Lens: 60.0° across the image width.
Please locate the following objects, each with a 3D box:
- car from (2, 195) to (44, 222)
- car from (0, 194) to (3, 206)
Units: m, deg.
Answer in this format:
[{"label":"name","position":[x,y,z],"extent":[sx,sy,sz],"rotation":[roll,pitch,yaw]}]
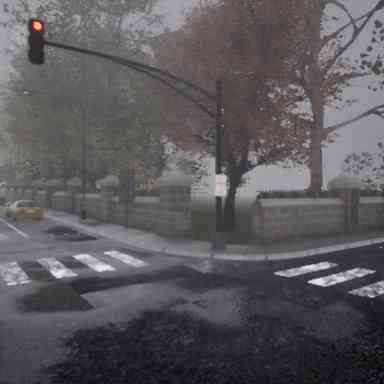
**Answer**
[{"label":"car","position":[-11.108,1.118,22.023],"extent":[1.752,1.417,4.829],"rotation":[1,0,-36]},{"label":"car","position":[-20.779,0.853,35.319],"extent":[2.008,1.369,4.403],"rotation":[1,0,-36]}]
